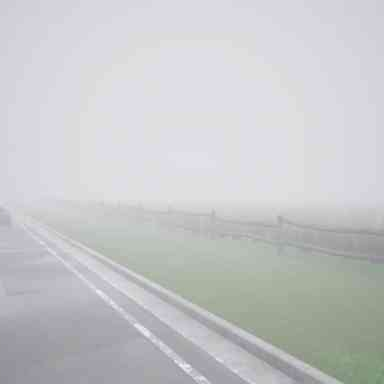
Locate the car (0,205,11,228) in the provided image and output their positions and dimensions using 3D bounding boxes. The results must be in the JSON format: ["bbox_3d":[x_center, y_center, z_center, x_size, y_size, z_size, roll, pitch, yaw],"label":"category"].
[{"bbox_3d":[-12.929,1.559,21.573,1.994,1.385,4.181,0,0,-32],"label":"car"}]
